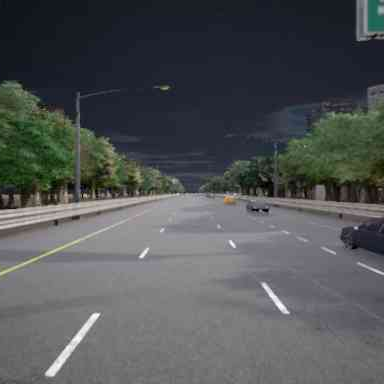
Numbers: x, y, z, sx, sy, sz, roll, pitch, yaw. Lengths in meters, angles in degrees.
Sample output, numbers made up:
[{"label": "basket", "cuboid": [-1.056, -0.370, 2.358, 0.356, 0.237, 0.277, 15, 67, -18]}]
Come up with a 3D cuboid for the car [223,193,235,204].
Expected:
[{"label": "car", "cuboid": [6.987, 1.497, 62.566, 1.882, 1.535, 5.008, 0, 0, 0]}]

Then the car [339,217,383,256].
[{"label": "car", "cuboid": [6.995, 1.549, 11.285, 2.033, 1.411, 5.357, 0, 0, 0]}]

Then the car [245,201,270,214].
[{"label": "car", "cuboid": [6.991, 1.608, 36.045, 1.895, 1.301, 4.718, 0, 0, 0]}]
